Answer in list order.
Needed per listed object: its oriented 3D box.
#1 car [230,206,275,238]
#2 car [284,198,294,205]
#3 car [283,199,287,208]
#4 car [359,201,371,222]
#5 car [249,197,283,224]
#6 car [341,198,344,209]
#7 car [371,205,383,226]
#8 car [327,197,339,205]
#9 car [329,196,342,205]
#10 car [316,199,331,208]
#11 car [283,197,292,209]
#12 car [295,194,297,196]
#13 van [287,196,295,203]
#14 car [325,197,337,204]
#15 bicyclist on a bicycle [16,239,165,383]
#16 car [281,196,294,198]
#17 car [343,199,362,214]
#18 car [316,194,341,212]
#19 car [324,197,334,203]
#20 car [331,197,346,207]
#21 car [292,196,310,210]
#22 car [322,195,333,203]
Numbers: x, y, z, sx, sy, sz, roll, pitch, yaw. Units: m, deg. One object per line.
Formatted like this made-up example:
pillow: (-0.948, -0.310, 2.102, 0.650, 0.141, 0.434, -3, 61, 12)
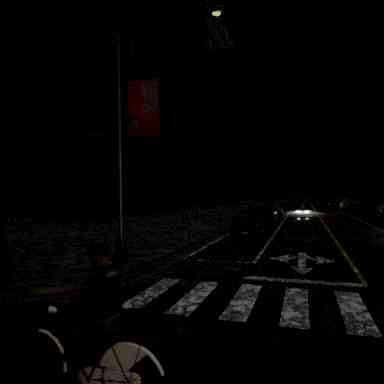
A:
car: (3.337, 1.712, 18.844, 1.947, 1.339, 4.313, -1, -1, 18)
car: (20.526, 1.920, 70.309, 1.887, 1.381, 4.507, -1, -1, 18)
car: (8.440, 1.734, 34.123, 1.752, 1.417, 4.829, -1, -1, 18)
car: (14.859, 1.643, 26.432, 1.802, 1.307, 4.206, -1, -1, 18)
car: (5.052, 1.482, 23.993, 2.192, 1.841, 5.009, -1, -1, 18)
car: (21.787, 1.676, 47.176, 1.752, 1.417, 4.829, -1, -1, 18)
car: (13.138, 1.481, 21.288, 1.967, 1.590, 4.097, -1, -1, 18)
car: (28.607, 1.793, 67.598, 1.887, 1.381, 4.507, -1, -1, 18)
car: (26.887, 1.663, 62.453, 1.967, 1.590, 4.097, -1, -1, 18)
car: (20.397, 1.772, 51.724, 1.994, 1.385, 4.181, -1, -1, 18)
car: (13.651, 1.858, 49.723, 1.802, 1.307, 4.206, -1, -1, 18)
car: (18.804, 1.664, 65.165, 2.192, 1.841, 5.009, -1, -1, 18)
van: (23.961, 1.768, 80.604, 1.690, 1.788, 3.998, -1, -1, 18)
car: (30.326, 1.825, 72.742, 2.008, 1.369, 4.403, -1, -1, 18)
bicyclist on a bicycle: (-1.153, 1.373, 3.499, 1.843, 1.776, 0.659, 0, 0, 19)
car: (15.366, 1.615, 54.872, 2.192, 1.841, 5.009, -1, -1, 18)
car: (18.296, 1.649, 36.724, 1.887, 1.381, 4.507, -1, -1, 18)
car: (17.272, 1.518, 42.307, 2.097, 1.767, 4.553, -1, -1, 19)
car: (32.099, 1.826, 78.049, 1.752, 1.417, 4.829, -1, -1, 18)
car: (25.168, 1.638, 57.307, 1.967, 1.590, 4.097, -1, -1, 18)
car: (15.575, 1.718, 46.759, 2.128, 1.511, 4.902, -1, -1, 18)
car: (33.760, 1.640, 83.036, 2.192, 1.841, 5.009, -1, -1, 18)
